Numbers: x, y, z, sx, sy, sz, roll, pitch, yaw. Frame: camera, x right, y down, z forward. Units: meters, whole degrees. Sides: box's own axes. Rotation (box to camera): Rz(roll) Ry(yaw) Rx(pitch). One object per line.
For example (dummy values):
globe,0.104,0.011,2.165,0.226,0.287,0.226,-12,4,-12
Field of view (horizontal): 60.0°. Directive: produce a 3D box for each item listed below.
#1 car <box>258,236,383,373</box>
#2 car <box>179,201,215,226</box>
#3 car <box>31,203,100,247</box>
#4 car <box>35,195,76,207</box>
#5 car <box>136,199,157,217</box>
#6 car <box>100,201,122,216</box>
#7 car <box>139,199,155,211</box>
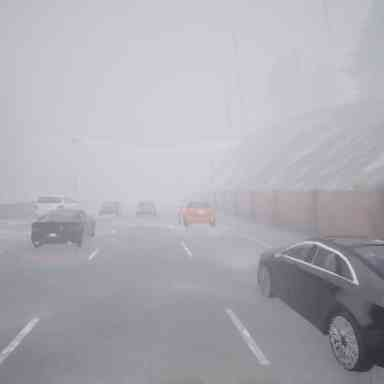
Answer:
car,2.639,1.512,5.733,2.128,1.511,4.902,0,0,-7
car,0.257,1.412,23.786,2.097,1.767,4.553,0,0,-8
car,-5.664,1.503,15.190,1.882,1.535,5.008,0,0,-8
car,-10.699,1.264,26.528,2.150,2.045,5.566,0,0,-8
car,-4.346,1.616,31.845,2.033,1.411,5.357,0,0,-8
car,-8.055,1.612,33.199,2.033,1.411,5.357,0,0,-8
car,-5.902,1.660,43.553,1.994,1.385,4.181,0,0,-8
